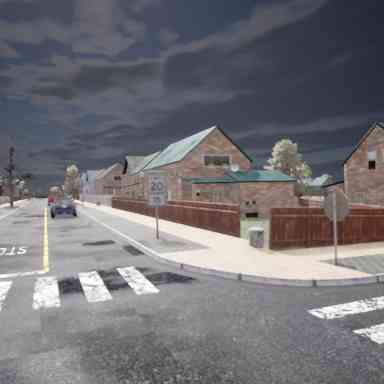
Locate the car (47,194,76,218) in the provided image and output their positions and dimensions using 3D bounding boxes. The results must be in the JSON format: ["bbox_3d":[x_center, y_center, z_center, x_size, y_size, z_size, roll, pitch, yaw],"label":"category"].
[{"bbox_3d":[-11.978,1.330,30.823,2.097,1.767,4.553,-2,1,-24],"label":"car"}]

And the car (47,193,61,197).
[{"bbox_3d":[-22.147,1.231,53.906,2.150,2.045,5.566,-2,-1,-24],"label":"car"}]
